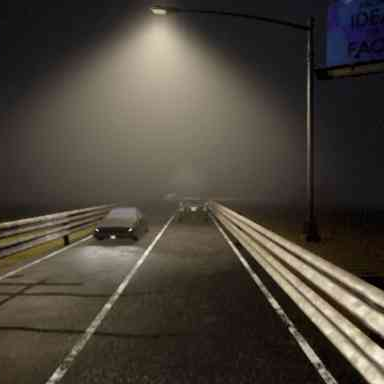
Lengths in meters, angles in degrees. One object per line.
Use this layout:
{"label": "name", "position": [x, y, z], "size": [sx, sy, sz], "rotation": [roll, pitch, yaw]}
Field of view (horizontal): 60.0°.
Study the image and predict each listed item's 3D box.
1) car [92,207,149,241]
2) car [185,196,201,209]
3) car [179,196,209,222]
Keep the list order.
{"label": "car", "position": [-3.242, 1.456, 16.317], "size": [2.033, 1.411, 5.357], "rotation": [0, 0, 0]}
{"label": "car", "position": [0.121, 1.255, 41.626], "size": [1.837, 1.490, 4.892], "rotation": [0, 0, 0]}
{"label": "car", "position": [0.112, 1.204, 24.814], "size": [2.097, 1.767, 4.553], "rotation": [0, 1, 0]}
